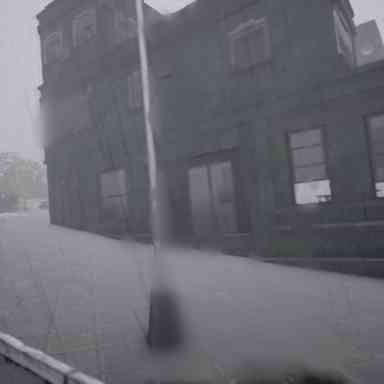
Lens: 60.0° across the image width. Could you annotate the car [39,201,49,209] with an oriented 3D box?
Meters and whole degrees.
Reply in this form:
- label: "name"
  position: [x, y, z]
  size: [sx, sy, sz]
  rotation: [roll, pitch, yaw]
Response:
- label: "car"
  position: [-13.729, 1.334, 35.876]
  size: [2.033, 1.411, 5.357]
  rotation: [-7, -5, 26]
